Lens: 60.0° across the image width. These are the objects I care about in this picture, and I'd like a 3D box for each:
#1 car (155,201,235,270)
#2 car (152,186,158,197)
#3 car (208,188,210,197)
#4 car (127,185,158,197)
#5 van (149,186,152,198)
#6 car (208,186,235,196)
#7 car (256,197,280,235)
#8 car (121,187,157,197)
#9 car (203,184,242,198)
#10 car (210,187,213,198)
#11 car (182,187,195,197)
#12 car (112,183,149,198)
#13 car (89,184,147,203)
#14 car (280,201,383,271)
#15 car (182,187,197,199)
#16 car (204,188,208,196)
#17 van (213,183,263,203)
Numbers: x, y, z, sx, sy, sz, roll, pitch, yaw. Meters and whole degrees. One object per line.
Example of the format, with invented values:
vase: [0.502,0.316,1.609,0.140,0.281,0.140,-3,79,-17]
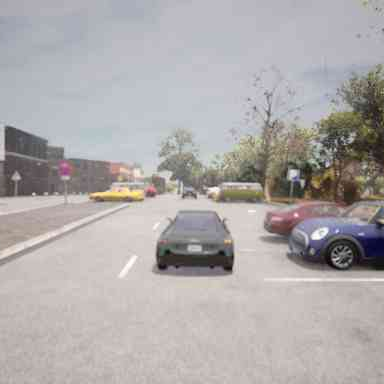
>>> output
car: [0.145,1.196,9.728,1.994,1.385,4.181,0,2,2]
car: [-7.586,-0.222,45.808,5.566,2.045,2.435,0,1,-1]
car: [4.929,0.204,38.619,5.366,1.575,1.946,0,1,-1]
car: [-7.680,-0.159,51.762,4.553,1.767,2.185,0,1,-1]
van: [-7.420,-0.096,39.618,4.442,1.987,1.878,0,1,-1]
car: [5.533,-0.138,61.837,4.553,1.767,2.097,0,0,-18]
car: [5.016,1.069,12.384,4.674,1.452,2.002,0,2,-1]
car: [-7.658,-0.002,48.728,5.008,1.535,2.097,0,1,-1]
car: [4.562,-0.206,49.790,5.566,2.045,2.435,0,1,-1]
car: [4.960,0.260,35.959,5.366,1.575,1.946,0,1,-1]
car: [-0.534,-0.014,53.565,1.882,1.535,5.008,0,0,2]
car: [-7.470,0.063,36.583,4.553,1.767,2.185,0,1,-1]
car: [-7.653,0.253,33.666,5.366,1.575,1.946,0,1,-1]
car: [5.098,1.031,9.210,4.553,1.767,2.185,0,2,0]
car: [-0.311,0.140,43.690,1.812,1.442,4.674,0,1,-1]
car: [4.650,-0.144,44.329,5.566,2.045,2.435,0,1,-1]
van: [4.691,0.102,33.157,4.442,1.987,1.878,0,1,-1]
